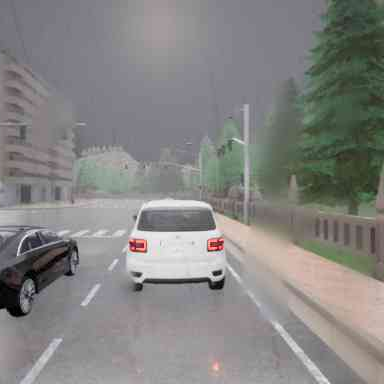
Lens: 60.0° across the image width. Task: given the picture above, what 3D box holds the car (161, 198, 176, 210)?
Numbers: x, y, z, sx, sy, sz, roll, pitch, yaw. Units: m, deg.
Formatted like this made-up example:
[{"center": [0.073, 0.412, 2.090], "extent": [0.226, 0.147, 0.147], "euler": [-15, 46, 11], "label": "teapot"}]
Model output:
[{"center": [-3.136, 1.526, 44.406], "extent": [1.812, 1.442, 4.674], "euler": [0, 0, -4], "label": "car"}]

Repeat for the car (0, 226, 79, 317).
[{"center": [-3.966, 1.492, 7.390], "extent": [2.128, 1.511, 4.902], "euler": [0, 0, -3], "label": "car"}]

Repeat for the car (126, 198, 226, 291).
[{"center": [-0.473, 1.221, 9.169], "extent": [2.150, 2.045, 5.566], "euler": [0, 0, -4], "label": "car"}]
